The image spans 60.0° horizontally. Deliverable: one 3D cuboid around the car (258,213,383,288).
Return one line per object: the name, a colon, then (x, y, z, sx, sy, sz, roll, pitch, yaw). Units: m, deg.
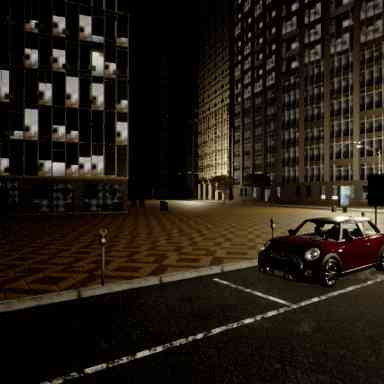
car: (3.710, 1.439, 9.208, 4.097, 1.590, 1.967, 0, 0, -36)
